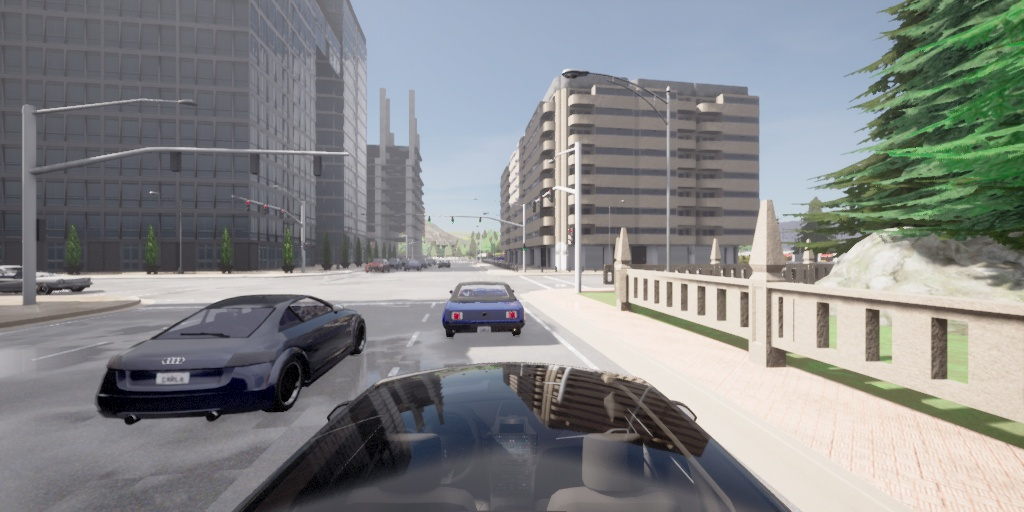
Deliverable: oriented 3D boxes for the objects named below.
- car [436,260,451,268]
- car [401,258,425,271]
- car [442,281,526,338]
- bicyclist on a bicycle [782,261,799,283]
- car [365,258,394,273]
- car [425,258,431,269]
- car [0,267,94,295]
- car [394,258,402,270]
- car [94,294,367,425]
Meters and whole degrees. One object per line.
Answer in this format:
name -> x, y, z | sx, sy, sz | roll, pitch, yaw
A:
car -> -11.112, 1.333, 59.441 | 1.895, 1.301, 4.718 | 0, 0, -8
car -> -13.291, 1.261, 48.340 | 1.812, 1.442, 4.674 | 0, 0, -8
car -> -0.842, 1.348, 10.175 | 1.895, 1.301, 4.718 | 0, 0, -6
bicyclist on a bicycle -> 16.455, 1.101, 21.530 | 0.582, 1.620, 1.656 | 0, 0, -8
car -> -16.139, 1.089, 43.245 | 2.097, 1.767, 4.553 | 0, 0, -8
car -> -14.405, 1.085, 56.388 | 2.097, 1.767, 4.553 | 0, 0, -8
car -> -25.879, 1.400, 19.197 | 4.718, 1.301, 1.895 | 0, 0, -7
car -> -17.335, 1.086, 52.016 | 2.097, 1.767, 4.553 | 0, 0, -8
car -> -3.926, 1.313, 5.942 | 1.994, 1.385, 4.181 | 0, 0, -6
